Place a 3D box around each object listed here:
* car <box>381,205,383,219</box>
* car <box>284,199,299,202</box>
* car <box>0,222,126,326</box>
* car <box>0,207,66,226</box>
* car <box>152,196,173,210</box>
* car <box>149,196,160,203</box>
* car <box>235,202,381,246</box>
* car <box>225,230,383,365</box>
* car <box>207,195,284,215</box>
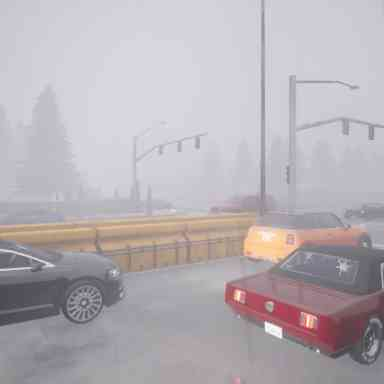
[{"bbox_3d":[14.297,1.601,27.121,4.718,1.301,1.895,0,0,-36],"label":"car"},{"bbox_3d":[11.310,1.547,40.592,5.357,1.411,2.033,0,0,33],"label":"car"},{"bbox_3d":[-3.543,1.492,5.511,4.902,1.511,2.128,0,0,-36],"label":"car"},{"bbox_3d":[-9.360,1.564,18.816,4.181,1.385,1.994,0,0,-36],"label":"car"},{"bbox_3d":[-4.253,1.564,43.979,1.994,1.385,4.181,0,0,-36],"label":"car"},{"bbox_3d":[-7.820,1.503,70.090,1.812,1.442,4.674,0,0,-2],"label":"car"},{"bbox_3d":[3.870,1.352,10.817,4.553,1.767,2.097,0,0,-36],"label":"car"},{"bbox_3d":[2.922,1.601,5.837,4.718,1.301,1.895,0,0,-36],"label":"car"},{"bbox_3d":[3.712,1.221,23.870,5.566,2.045,2.150,0,0,-35],"label":"car"}]
